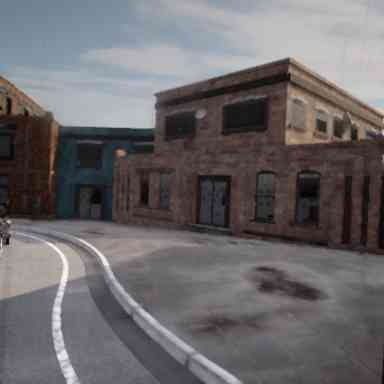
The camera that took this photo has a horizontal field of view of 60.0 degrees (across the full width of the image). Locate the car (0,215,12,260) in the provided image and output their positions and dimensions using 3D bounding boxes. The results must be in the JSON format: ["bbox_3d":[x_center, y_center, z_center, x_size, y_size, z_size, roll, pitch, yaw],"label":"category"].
[{"bbox_3d":[-7.172,1.317,10.984,2.033,1.411,5.357,2,0,-26],"label":"car"}]
